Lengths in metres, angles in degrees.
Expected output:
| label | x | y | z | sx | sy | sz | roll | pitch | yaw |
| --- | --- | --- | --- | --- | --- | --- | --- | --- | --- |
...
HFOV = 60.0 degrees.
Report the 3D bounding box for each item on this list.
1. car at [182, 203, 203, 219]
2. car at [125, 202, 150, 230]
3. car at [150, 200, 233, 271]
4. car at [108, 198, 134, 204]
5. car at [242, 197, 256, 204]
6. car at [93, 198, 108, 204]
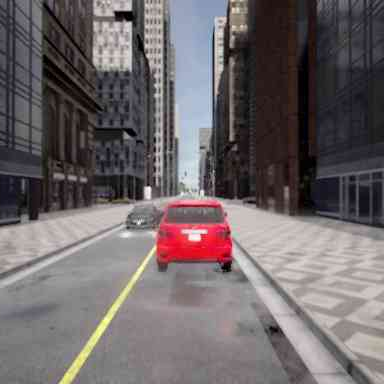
| label | x | y | z | sx | sy | sz | roll | pitch | yaw |
| --- | --- | --- | --- | --- | --- | --- | --- | --- | --- |
| car | 0.035 | 1.746 | 31.240 | 1.895 | 1.301 | 4.718 | 0 | 0 | 0 |
| car | -3.144 | 1.609 | 22.006 | 1.837 | 1.490 | 4.892 | 0 | 0 | 0 |
| car | 0.067 | 1.276 | 11.241 | 2.150 | 2.045 | 5.566 | 0 | 0 | 0 |
| car | -15.167 | 1.902 | 73.013 | 4.829 | 1.417 | 1.752 | 0 | 0 | 0 |
| car | 11.763 | 1.683 | 64.382 | 4.097 | 1.590 | 1.967 | 0 | 0 | 0 |
| car | -20.768 | 1.917 | 73.035 | 4.829 | 1.417 | 1.752 | 0 | 0 | 0 |
